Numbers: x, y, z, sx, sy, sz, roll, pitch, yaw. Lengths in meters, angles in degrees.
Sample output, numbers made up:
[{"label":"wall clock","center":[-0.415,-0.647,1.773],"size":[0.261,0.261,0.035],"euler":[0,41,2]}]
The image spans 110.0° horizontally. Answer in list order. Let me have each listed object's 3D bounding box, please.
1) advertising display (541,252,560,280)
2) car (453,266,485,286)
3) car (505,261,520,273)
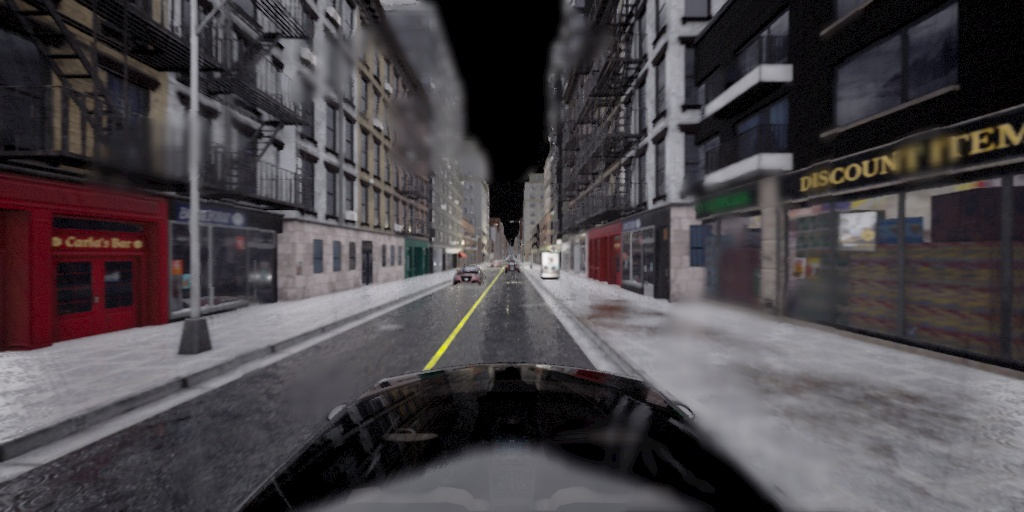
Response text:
[{"label":"advertising display","center":[3.132,0.866,29.511],"size":[1.540,2.440,0.280],"euler":[0,0,0]},{"label":"car","center":[-3.099,1.393,26.300],"size":[1.994,1.385,4.181],"euler":[0,0,0]},{"label":"car","center":[0.055,1.421,46.745],"size":[1.812,1.442,4.674],"euler":[0,0,1]}]
